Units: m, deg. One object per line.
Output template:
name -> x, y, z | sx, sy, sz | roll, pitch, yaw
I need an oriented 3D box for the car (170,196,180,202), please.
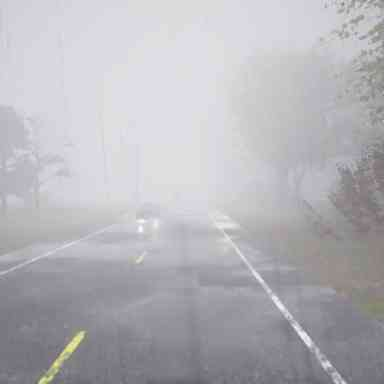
car -> -3.480, 1.486, 70.584 | 1.994, 1.385, 4.181 | 0, 0, 0

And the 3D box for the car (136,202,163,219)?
car -> -3.588, 1.569, 28.681 | 1.994, 1.385, 4.181 | 0, 0, 0
